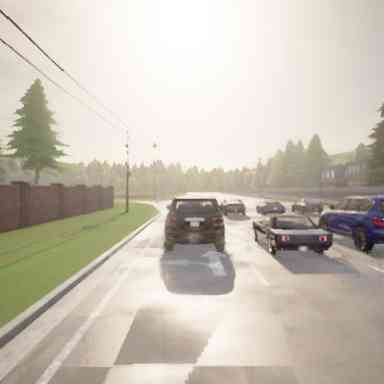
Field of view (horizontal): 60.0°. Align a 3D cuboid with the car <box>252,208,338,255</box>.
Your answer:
[{"bbox_3d":[3.591,1.511,12.906,1.895,1.301,4.718,0,0,0],"label":"car"}]

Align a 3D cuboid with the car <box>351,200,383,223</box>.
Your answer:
[{"bbox_3d":[14.084,1.376,24.603,2.033,1.411,5.357,0,0,0],"label":"car"}]

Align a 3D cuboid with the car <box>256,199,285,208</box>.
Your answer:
[{"bbox_3d":[7.093,1.353,30.324,1.994,1.385,4.181,0,0,0],"label":"car"}]

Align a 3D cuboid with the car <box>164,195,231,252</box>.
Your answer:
[{"bbox_3d":[0.095,1.127,13.548,2.150,2.045,5.566,0,0,0],"label":"car"}]

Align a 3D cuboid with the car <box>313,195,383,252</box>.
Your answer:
[{"bbox_3d":[7.092,1.127,13.455,2.150,2.045,5.566,0,0,0],"label":"car"}]

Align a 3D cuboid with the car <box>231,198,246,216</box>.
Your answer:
[{"bbox_3d":[3.593,1.284,29.693,2.128,1.511,4.902,0,0,0],"label":"car"}]

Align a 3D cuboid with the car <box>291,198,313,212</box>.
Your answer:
[{"bbox_3d":[10.595,1.312,30.649,1.812,1.442,4.674,0,0,0],"label":"car"}]

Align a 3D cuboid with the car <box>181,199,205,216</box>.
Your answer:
[{"bbox_3d":[0.094,1.352,30.312,1.994,1.385,4.181,0,0,0],"label":"car"}]
